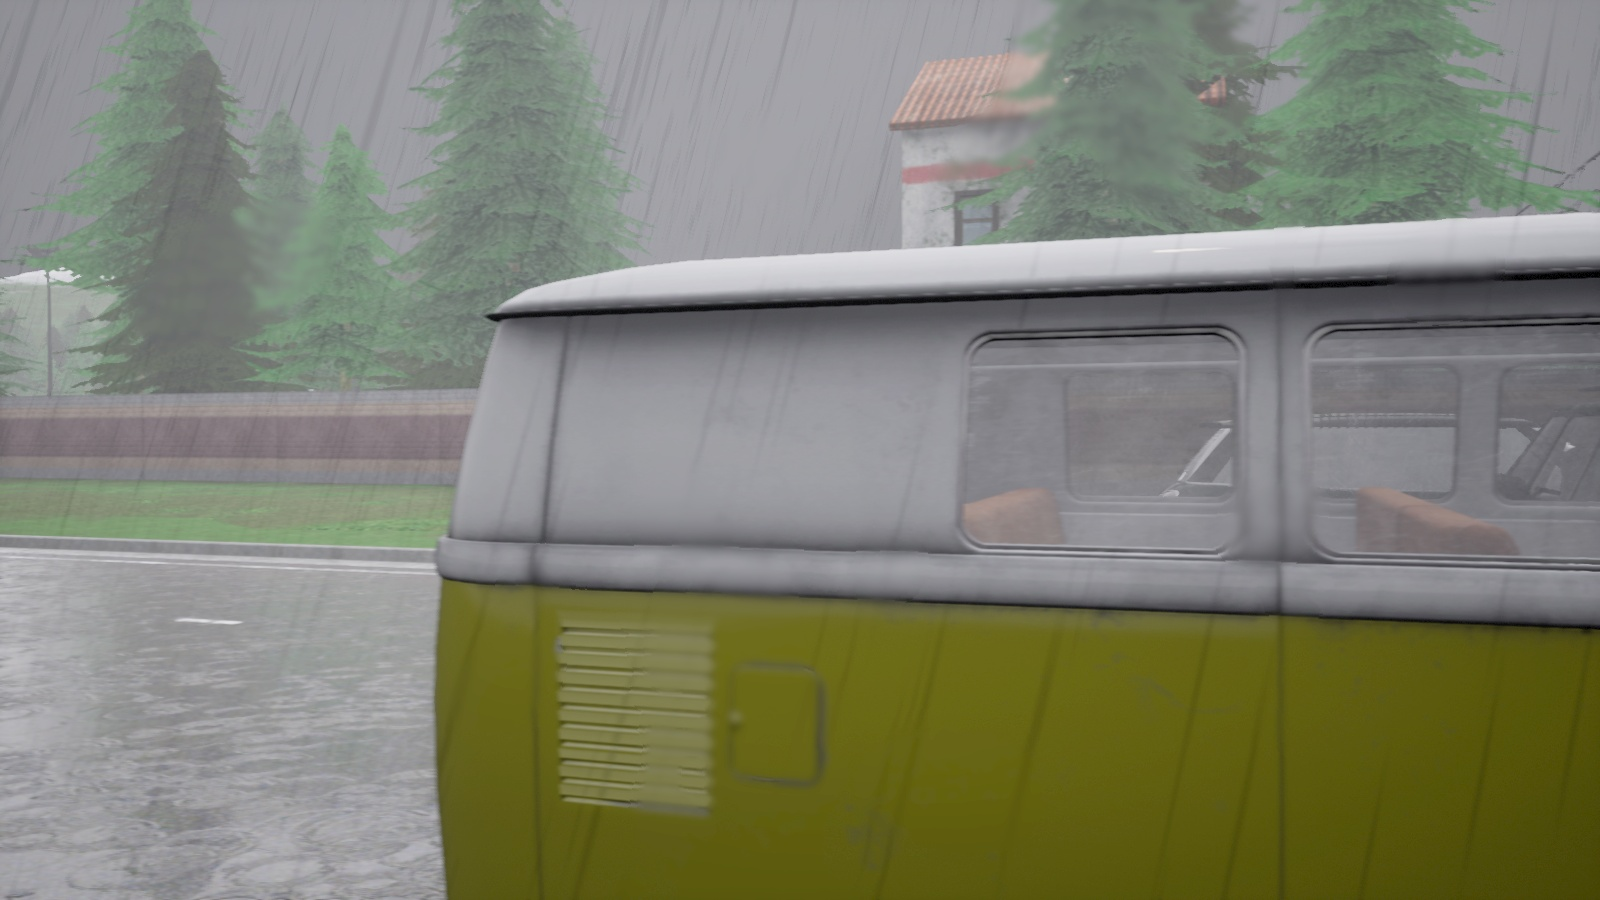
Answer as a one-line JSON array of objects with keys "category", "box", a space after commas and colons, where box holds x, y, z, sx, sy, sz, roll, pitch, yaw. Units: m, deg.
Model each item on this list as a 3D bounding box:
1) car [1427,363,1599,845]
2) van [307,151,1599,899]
[{"category": "car", "box": [5.257, 0.584, 5.115, 4.605, 1.855, 1.932, 0, 1, 19]}, {"category": "van", "box": [1.373, 0.542, 2.728, 4.442, 1.987, 1.775, 0, 1, 19]}]
